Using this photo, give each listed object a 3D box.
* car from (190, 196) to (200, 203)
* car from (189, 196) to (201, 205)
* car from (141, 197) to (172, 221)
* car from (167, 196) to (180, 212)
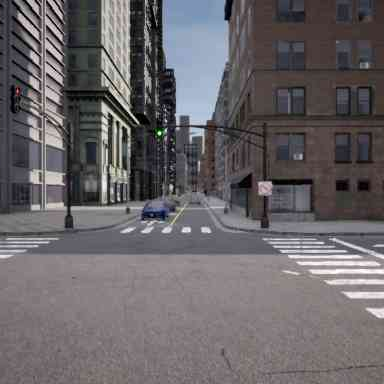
[{"bbox_3d":[0.591,1.469,67.846,2.033,1.411,5.357,0,0,1],"label":"car"},{"bbox_3d":[0.477,1.501,57.844,1.994,1.385,4.181,0,0,1],"label":"car"},{"bbox_3d":[-2.965,1.448,27.392,1.882,1.535,5.008,0,0,1],"label":"car"},{"bbox_3d":[-2.850,1.311,37.259,2.097,1.767,4.553,0,0,1],"label":"car"}]
